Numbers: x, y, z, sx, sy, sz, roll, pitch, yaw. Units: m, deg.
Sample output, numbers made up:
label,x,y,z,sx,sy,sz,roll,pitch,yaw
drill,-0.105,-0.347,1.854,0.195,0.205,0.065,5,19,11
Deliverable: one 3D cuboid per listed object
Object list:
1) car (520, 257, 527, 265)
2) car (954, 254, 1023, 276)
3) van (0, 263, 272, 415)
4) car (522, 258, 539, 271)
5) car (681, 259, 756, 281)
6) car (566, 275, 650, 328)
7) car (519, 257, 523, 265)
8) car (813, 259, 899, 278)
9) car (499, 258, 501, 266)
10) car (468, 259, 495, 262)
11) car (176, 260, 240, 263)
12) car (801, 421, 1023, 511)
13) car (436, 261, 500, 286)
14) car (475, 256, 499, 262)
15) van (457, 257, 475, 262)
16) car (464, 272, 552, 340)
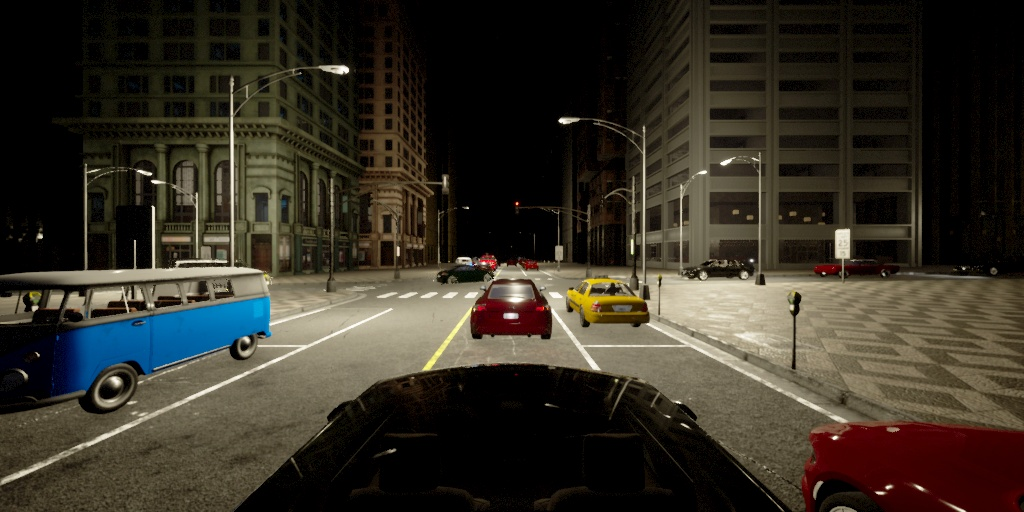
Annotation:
label,x,y,z,sx,sy,sz,roll,pitch,yaw
car,2.674,1.307,54.717,1.888,1.381,4.507,0,0,0
car,35.115,0.636,25.931,4.892,1.490,1.837,-1,0,0
van,-5.769,1.090,5.684,1.690,1.789,3.998,0,0,0
car,2.686,1.303,49.192,1.888,1.381,4.507,0,0,0
car,14.864,0.970,25.977,4.892,1.490,1.837,-1,0,0
car,2.751,1.274,11.269,1.751,1.417,4.829,0,0,0
car,2.662,1.311,60.243,1.888,1.381,4.507,0,0,0
car,24.784,0.900,25.958,4.718,1.301,1.895,-1,0,0
car,-3.193,1.364,57.210,1.895,1.301,4.718,0,0,0
car,-3.161,1.316,37.776,1.994,1.385,4.181,0,0,1
car,-18.492,1.267,22.844,5.566,2.045,2.150,-1,0,1
car,2.766,1.295,0.519,1.888,1.381,4.507,0,0,0
car,-3.388,1.341,26.082,4.181,1.385,1.994,-1,0,-31
car,-3.191,0.978,47.403,2.150,2.045,5.566,0,0,-1
van,-5.859,1.096,43.668,1.690,1.789,3.998,0,0,0
car,0.017,1.313,10.034,1.994,1.385,4.181,0,0,1
